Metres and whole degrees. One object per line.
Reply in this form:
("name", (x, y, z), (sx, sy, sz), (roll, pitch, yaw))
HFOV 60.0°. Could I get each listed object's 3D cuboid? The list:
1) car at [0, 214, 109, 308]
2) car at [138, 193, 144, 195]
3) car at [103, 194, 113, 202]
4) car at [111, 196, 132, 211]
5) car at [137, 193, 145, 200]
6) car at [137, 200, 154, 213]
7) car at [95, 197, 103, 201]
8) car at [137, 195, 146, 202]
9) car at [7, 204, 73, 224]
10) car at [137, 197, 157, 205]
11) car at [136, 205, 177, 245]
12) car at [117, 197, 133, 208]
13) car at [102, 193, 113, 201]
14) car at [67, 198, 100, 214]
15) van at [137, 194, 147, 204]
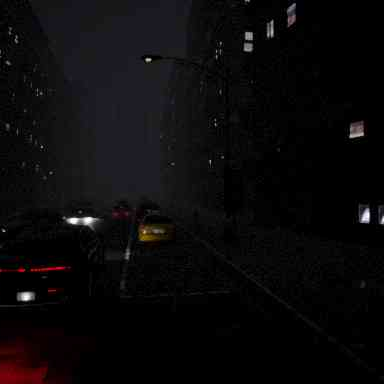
("car", (-3.188, 1.509, 7.994), (1.837, 1.490, 4.892), (0, 0, -9))
("car", (-8.808, 1.447, 59.045), (1.967, 1.590, 4.097), (1, 0, -9))
("car", (-20.654, 1.566, 79.510), (2.008, 1.369, 4.403), (1, 0, -9))
("car", (-8.399, 1.540, 40.160), (1.812, 1.442, 4.674), (0, 0, -9))
("car", (-14.180, 1.312, 91.852), (2.192, 1.841, 5.009), (1, 0, -9))
("car", (-5.228, 1.592, 37.173), (1.802, 1.307, 4.206), (1, 0, -9))
("car", (-17.072, 1.566, 57.639), (1.887, 1.381, 4.507), (1, 0, -9))
("car", (-11.495, 1.444, 75.449), (1.967, 1.590, 4.097), (1, 0, -9))
("car", (-7.791, 1.562, 16.914), (2.033, 1.411, 5.357), (0, 0, -9))
("car", (-3.435, 1.448, 26.238), (1.967, 1.590, 4.097), (1, 0, -9))
("car", (-1.674, 1.530, 15.470), (1.752, 1.417, 4.829), (1, 0, -9))
("car", (-10.101, 1.561, 50.333), (2.033, 1.411, 5.357), (0, 0, -9))
("car", (-21.546, 1.328, 84.978), (2.192, 1.841, 5.009), (1, 0, -9))
("car", (-10.090, 1.582, 31.048), (1.994, 1.385, 4.181), (0, 0, -9))
("van", (-9.702, 1.347, 64.512), (1.690, 1.788, 3.998), (1, 0, -9))
